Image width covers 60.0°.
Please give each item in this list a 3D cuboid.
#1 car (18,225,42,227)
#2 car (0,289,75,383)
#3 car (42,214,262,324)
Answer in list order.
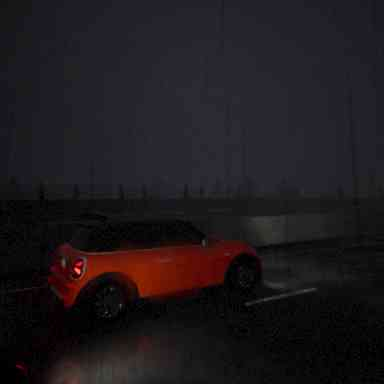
[{"bbox_3d":[-4.595,1.558,13.334,4.718,1.301,1.895,0,0,-33],"label":"car"},{"bbox_3d":[-3.240,1.493,1.312,4.892,1.490,1.837,0,0,-37],"label":"car"},{"bbox_3d":[-0.600,1.332,7.308,4.553,1.767,2.097,0,0,-33],"label":"car"}]
